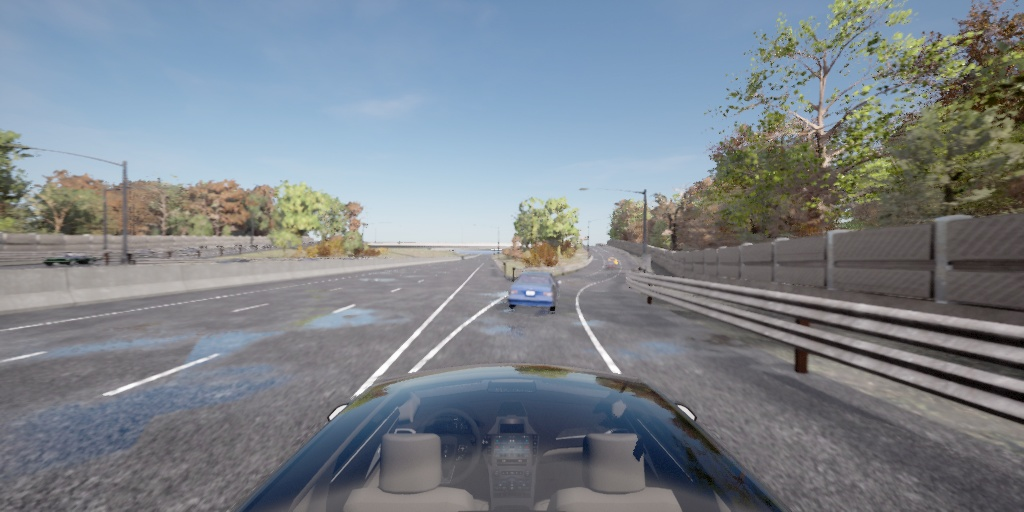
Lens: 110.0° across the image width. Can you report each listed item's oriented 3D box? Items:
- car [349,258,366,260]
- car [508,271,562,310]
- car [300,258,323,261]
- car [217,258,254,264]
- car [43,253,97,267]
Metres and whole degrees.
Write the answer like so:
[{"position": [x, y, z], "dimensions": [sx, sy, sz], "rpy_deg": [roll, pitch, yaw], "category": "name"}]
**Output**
[{"position": [-24.736, 1.131, 59.257], "dimensions": [1.994, 1.385, 4.181], "rpy_deg": [0, 0, -3], "category": "car"}, {"position": [1.057, 1.360, 15.243], "dimensions": [2.033, 1.411, 5.357], "rpy_deg": [2, 0, 9], "category": "car"}, {"position": [-23.777, 1.053, 42.458], "dimensions": [2.128, 1.511, 4.902], "rpy_deg": [0, 0, -3], "category": "car"}, {"position": [-30.630, 1.007, 39.640], "dimensions": [1.837, 1.490, 4.892], "rpy_deg": [0, 0, -3], "category": "car"}, {"position": [-44.199, 0.399, 35.952], "dimensions": [1.895, 1.301, 4.718], "rpy_deg": [0, 1, -27], "category": "car"}]
